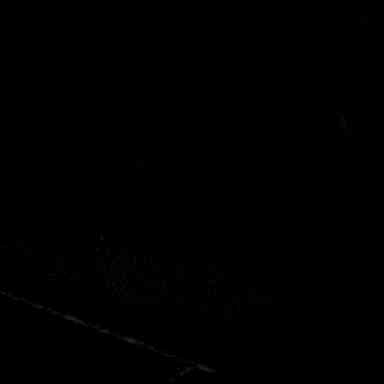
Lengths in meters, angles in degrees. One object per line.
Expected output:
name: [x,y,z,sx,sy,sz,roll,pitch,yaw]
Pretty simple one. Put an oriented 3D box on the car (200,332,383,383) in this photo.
car: [1.716,1.443,1.586,4.097,1.590,1.967,0,0,36]
